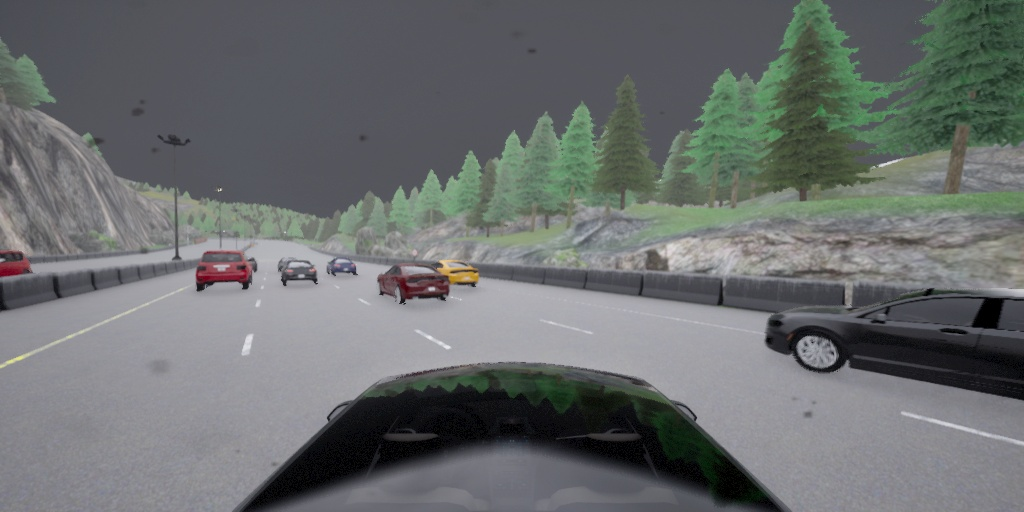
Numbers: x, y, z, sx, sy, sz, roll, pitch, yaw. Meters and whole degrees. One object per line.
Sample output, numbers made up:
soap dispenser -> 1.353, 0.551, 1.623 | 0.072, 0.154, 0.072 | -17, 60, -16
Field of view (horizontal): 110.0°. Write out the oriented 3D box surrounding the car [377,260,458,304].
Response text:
car -> -4.345, 1.047, 15.321 | 1.882, 1.535, 5.008 | 0, 1, -34

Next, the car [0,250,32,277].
car -> -27.901, 0.713, 18.697 | 2.150, 2.045, 5.566 | 0, 1, -34

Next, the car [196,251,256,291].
car -> -15.970, 0.715, 20.095 | 2.150, 2.045, 5.566 | 0, 1, -34

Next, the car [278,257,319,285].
car -> -13.501, 0.988, 22.700 | 1.812, 1.442, 4.674 | 0, 1, -34

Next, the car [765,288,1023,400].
car -> 6.631, 1.220, 5.227 | 1.837, 1.490, 4.892 | 0, 1, -34

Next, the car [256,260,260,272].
car -> -25.725, 0.781, 34.657 | 2.128, 1.511, 4.902 | 0, 1, -34

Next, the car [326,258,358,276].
car -> -14.530, 0.886, 30.523 | 1.812, 1.442, 4.674 | 0, 1, -34

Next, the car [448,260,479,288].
car -> -3.714, 0.980, 20.668 | 1.882, 1.535, 5.008 | 0, 1, -34
